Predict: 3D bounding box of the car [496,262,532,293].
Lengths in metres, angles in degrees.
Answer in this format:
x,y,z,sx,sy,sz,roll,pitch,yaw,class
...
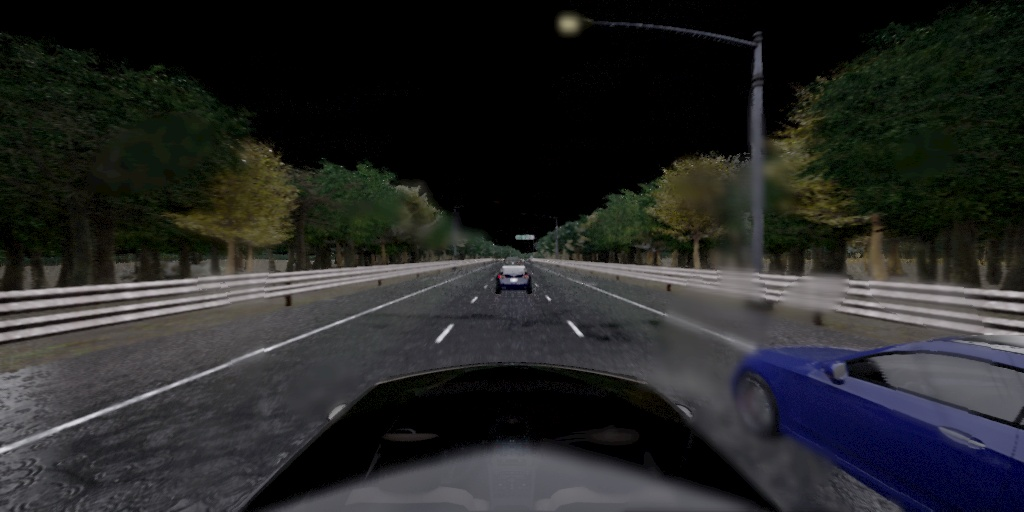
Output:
x,y,z,sx,sy,sz,roll,pitch,yaw,class
0.100,1.299,21.123,2.163,1.488,4.792,0,0,0,car

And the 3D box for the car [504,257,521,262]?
x,y,z,sx,sy,sz,roll,pitch,yaw,class
0.104,1.088,49.900,2.150,2.045,5.566,0,0,0,car

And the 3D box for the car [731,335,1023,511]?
x,y,z,sx,sy,sz,roll,pitch,yaw,class
3.596,1.277,2.447,1.812,1.442,4.674,0,0,0,car
